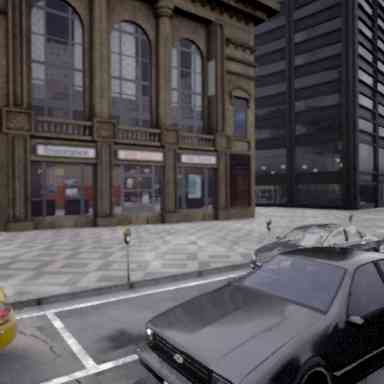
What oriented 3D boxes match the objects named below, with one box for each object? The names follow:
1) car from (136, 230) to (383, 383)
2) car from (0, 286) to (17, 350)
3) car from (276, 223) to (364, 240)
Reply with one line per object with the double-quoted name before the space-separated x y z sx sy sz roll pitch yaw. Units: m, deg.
"car" 1.966 1.561 4.785 5.357 1.411 2.033 0 0 -36
"car" -4.552 1.525 3.409 4.829 1.417 1.752 0 -1 -36
"car" 3.536 1.576 9.191 4.403 1.369 2.008 0 -1 -36
